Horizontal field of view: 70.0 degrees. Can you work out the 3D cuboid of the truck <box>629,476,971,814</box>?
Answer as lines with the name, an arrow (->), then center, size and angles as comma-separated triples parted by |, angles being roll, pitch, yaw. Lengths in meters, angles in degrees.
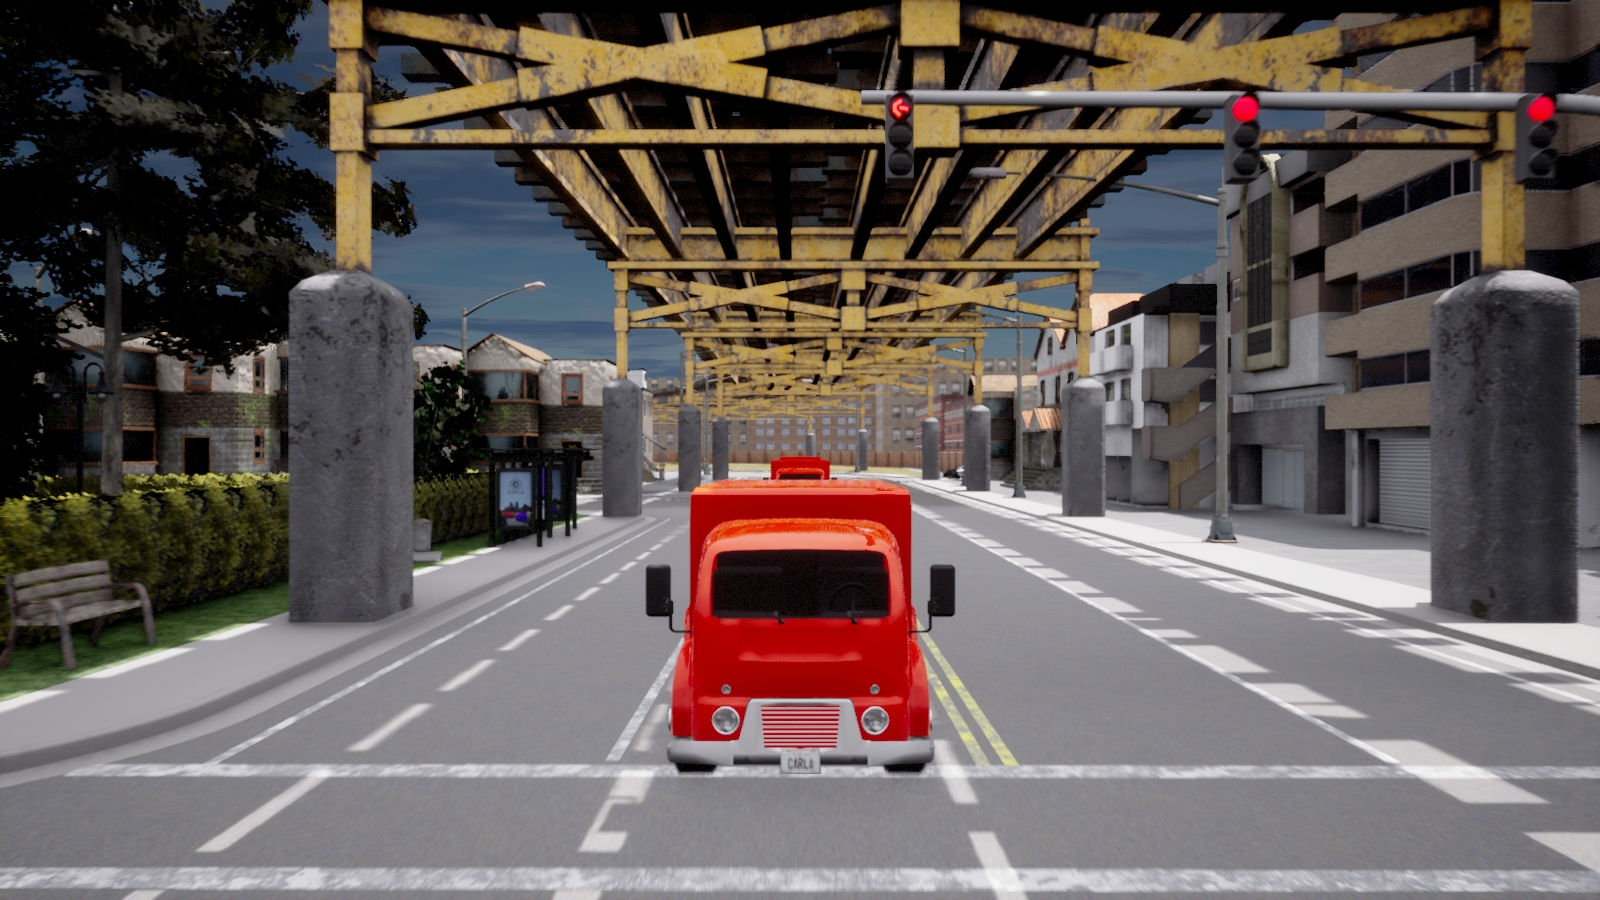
truck -> 0.004, 1.562, 11.400 | 2.627, 2.467, 5.204 | 0, 0, 0

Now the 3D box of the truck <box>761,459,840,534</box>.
truck -> 0.007, 1.563, 40.592 | 2.627, 2.467, 5.204 | 0, 0, 0
